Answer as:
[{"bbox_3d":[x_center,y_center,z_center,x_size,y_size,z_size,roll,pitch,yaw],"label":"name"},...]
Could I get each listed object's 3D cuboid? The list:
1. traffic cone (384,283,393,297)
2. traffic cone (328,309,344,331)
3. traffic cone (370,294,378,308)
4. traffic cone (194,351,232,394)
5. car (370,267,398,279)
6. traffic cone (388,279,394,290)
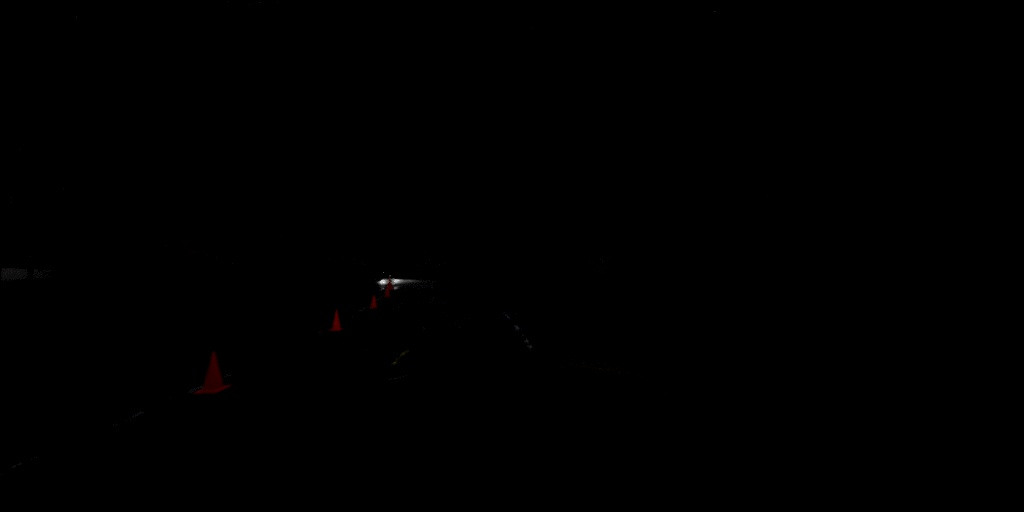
[{"bbox_3d":[-6.903,1.961,19.880,0.340,0.580,0.340,0,0,-15],"label":"traffic cone"},{"bbox_3d":[-5.078,1.840,10.376,0.340,0.580,0.340,0,0,-7],"label":"traffic cone"},{"bbox_3d":[-5.839,1.900,15.157,0.340,0.580,0.340,0,0,-11],"label":"traffic cone"},{"bbox_3d":[-4.624,1.778,5.555,0.340,0.580,0.340,0,0,-4],"label":"traffic cone"},{"bbox_3d":[-14.944,1.928,41.775,1.895,1.301,4.718,1,-1,-38],"label":"car"},{"bbox_3d":[-8.268,2.024,24.526,0.340,0.580,0.340,0,0,-18],"label":"traffic cone"}]
